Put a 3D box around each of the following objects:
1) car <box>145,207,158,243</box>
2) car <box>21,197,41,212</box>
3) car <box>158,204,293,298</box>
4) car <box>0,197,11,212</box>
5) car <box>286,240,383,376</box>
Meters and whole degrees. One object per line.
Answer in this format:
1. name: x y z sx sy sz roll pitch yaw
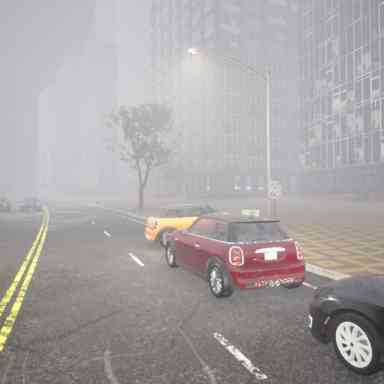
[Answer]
1. car: 0.286 1.276 14.545 4.553 1.767 2.097 -3 1 -18
2. car: -19.013 1.393 39.353 2.097 1.767 4.553 0 0 -24
3. car: 0.836 1.355 8.900 2.097 1.767 4.553 0 0 -22
4. car: -21.976 1.390 38.018 2.097 1.767 4.553 0 0 -24
5. car: 3.595 1.505 3.441 1.837 1.490 4.892 0 0 -36
